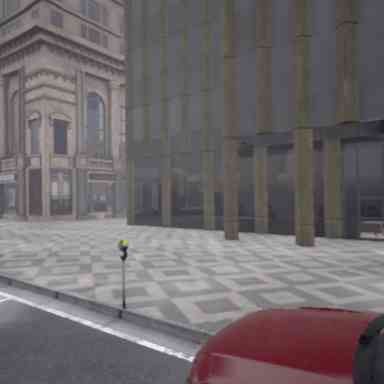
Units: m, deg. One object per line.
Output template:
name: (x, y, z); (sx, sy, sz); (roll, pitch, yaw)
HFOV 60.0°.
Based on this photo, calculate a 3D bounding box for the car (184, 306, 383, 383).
car: (2.176, 1.299, 1.417); (5.009, 1.841, 2.192); (-1, -1, 36)
